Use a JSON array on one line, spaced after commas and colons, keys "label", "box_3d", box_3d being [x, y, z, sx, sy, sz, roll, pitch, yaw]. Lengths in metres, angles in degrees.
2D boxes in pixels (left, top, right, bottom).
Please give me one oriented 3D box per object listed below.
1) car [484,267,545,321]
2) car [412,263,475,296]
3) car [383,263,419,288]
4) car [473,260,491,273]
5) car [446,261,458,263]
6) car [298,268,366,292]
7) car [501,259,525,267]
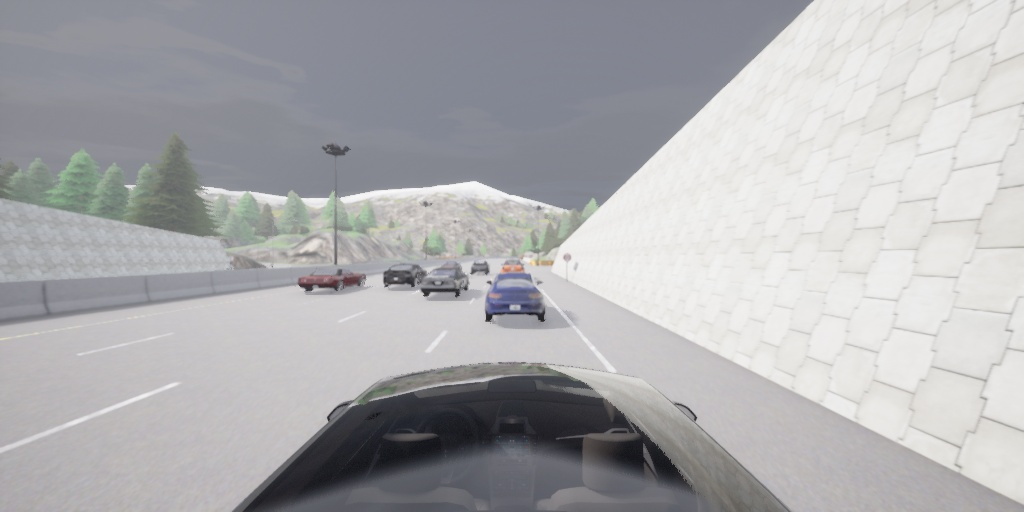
[{"label": "car", "box_3d": [0.092, 1.269, 12.291, 1.812, 1.442, 4.674, 0, 0, 0]}, {"label": "car", "box_3d": [-3.416, 1.288, 19.022, 2.033, 1.411, 5.357, 0, 0, 0]}, {"label": "car", "box_3d": [-6.922, 1.218, 23.798, 1.882, 1.535, 5.008, 0, 0, 0]}, {"label": "car", "box_3d": [-3.438, 1.220, 39.714, 2.128, 1.511, 4.902, 0, 0, 0]}, {"label": "car", "box_3d": [-6.940, 1.293, 41.561, 1.994, 1.385, 4.181, 0, 0, 0]}, {"label": "car", "box_3d": [-10.418, 1.344, 21.237, 1.895, 1.301, 4.718, 0, 0, 0]}, {"label": "car", "box_3d": [0.070, 1.084, 32.044, 2.097, 1.767, 4.553, 0, 0, 0]}]
